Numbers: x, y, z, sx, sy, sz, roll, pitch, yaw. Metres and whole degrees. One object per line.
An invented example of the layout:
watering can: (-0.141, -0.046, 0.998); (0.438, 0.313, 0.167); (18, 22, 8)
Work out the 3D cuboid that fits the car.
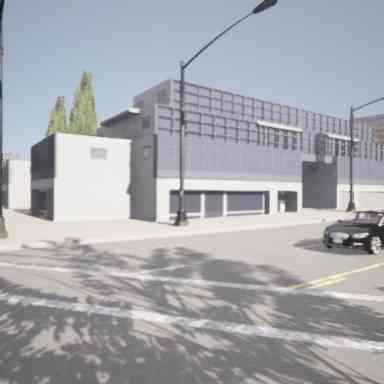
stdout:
car: (7.279, 1.508, 13.482); (4.902, 1.511, 2.128); (0, 0, -35)
